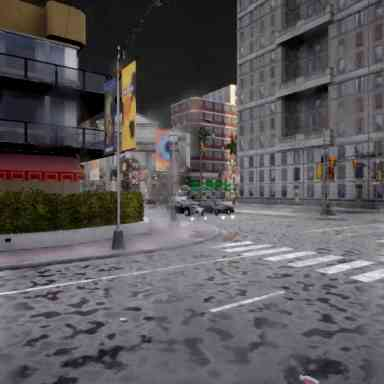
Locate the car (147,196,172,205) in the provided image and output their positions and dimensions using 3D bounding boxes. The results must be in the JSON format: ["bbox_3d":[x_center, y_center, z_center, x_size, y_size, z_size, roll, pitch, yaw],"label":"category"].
[{"bbox_3d":[-6.271,1.508,59.584,1.837,1.490,4.892,0,0,-44],"label":"car"}]

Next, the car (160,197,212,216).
[{"bbox_3d":[-0.658,1.493,32.175,2.128,1.511,4.902,0,0,-35],"label":"car"}]

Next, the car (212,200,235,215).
[{"bbox_3d":[2.026,1.550,34.439,2.033,1.411,5.357,0,0,-35],"label":"car"}]

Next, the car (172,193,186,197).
[{"bbox_3d":[-2.558,1.225,62.267,2.150,2.045,5.566,0,0,-15],"label":"car"}]
